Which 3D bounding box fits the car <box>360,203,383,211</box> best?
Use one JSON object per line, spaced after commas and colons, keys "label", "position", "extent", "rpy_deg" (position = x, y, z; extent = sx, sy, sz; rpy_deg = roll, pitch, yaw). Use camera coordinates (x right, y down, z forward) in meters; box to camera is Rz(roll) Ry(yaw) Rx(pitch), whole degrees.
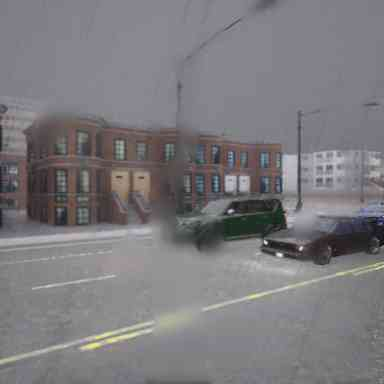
{"label": "car", "position": [12.191, 1.464, 21.526], "extent": [5.008, 1.535, 1.882], "rpy_deg": [0, 0, -45]}

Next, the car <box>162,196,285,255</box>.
{"label": "car", "position": [1.513, 1.216, 13.643], "extent": [5.566, 2.045, 2.150], "rpy_deg": [0, 0, -33]}

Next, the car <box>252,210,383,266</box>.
{"label": "car", "position": [4.860, 1.541, 11.723], "extent": [5.357, 1.411, 2.033], "rpy_deg": [0, 0, -35]}
